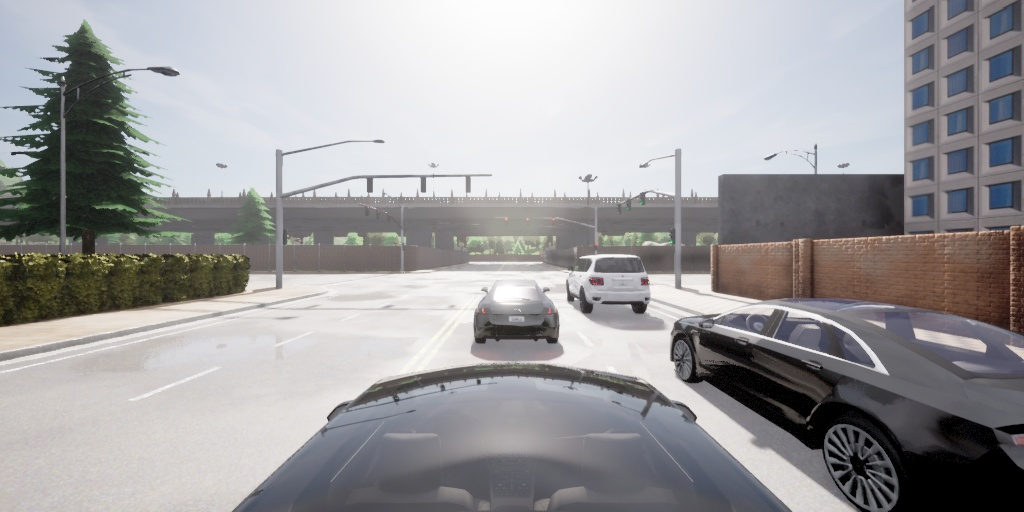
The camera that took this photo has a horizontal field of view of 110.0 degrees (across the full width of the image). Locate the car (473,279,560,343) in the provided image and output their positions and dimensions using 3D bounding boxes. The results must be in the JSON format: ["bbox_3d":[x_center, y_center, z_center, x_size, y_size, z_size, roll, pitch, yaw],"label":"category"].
[{"bbox_3d":[0.099,1.314,9.655,1.994,1.385,4.181,0,0,0],"label":"car"}]

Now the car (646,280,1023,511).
[{"bbox_3d":[3.597,1.242,4.192,2.128,1.511,4.902,0,0,0],"label":"car"}]

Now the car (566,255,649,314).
[{"bbox_3d":[3.499,0.971,13.998,2.150,2.045,5.566,0,0,0],"label":"car"}]
